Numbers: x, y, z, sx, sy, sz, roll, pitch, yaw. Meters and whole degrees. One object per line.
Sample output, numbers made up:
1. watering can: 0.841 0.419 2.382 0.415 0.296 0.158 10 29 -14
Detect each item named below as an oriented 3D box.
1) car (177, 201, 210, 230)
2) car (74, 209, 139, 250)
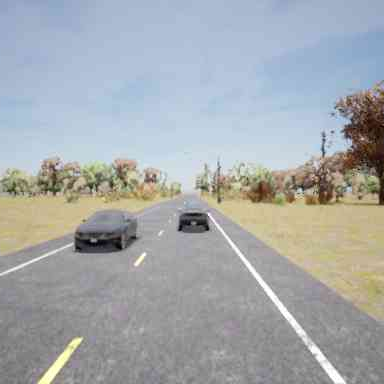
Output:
1. car: 0.110 1.556 21.648 1.837 1.490 4.892 0 0 0
2. car: -3.593 1.513 14.681 1.882 1.535 5.008 0 0 0
